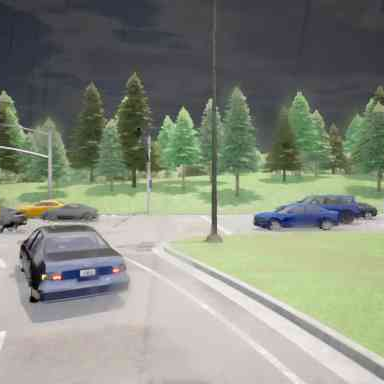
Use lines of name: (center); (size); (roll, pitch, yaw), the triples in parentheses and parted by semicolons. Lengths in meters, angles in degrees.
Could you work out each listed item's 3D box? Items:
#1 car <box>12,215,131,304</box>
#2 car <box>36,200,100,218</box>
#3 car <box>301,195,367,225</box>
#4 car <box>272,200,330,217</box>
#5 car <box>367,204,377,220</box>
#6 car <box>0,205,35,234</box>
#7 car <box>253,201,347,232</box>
car: (-3.201, 1.548, 8.358); (2.033, 1.411, 5.357); (0, 0, -30)
car: (-9.268, 1.565, 25.554); (4.181, 1.385, 1.994); (0, 0, -5)
car: (8.929, 1.222, 23.562); (5.566, 2.045, 2.150); (0, 0, -5)
car: (9.993, 1.526, 30.654); (4.674, 1.442, 1.812); (0, 0, -5)
car: (12.633, 1.505, 27.383); (4.892, 1.490, 1.837); (0, 0, -5)
car: (-11.729, 1.492, 18.323); (4.902, 1.511, 2.128); (0, 0, -5)
car: (6.178, 1.478, 19.822); (5.008, 1.535, 1.882); (0, 0, -5)
